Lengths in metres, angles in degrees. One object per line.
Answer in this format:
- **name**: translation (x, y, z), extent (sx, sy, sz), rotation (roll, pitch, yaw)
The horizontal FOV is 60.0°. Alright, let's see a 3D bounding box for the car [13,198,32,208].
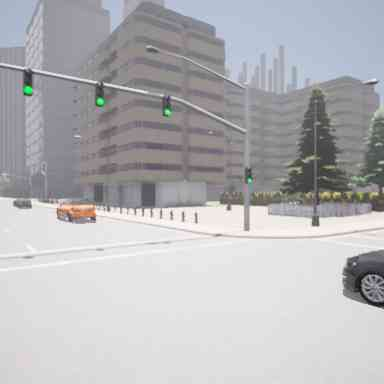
- **car**: translation (-24.041, 1.526, 47.125), extent (2.033, 1.411, 5.357), rotation (0, 0, -35)

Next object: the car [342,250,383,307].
- **car**: translation (5.102, 1.519, 5.713), extent (1.837, 1.490, 4.892), rotation (0, 0, -34)

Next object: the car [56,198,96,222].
- **car**: translation (-9.246, 1.327, 26.298), extent (2.097, 1.767, 4.553), rotation (0, 0, -35)
